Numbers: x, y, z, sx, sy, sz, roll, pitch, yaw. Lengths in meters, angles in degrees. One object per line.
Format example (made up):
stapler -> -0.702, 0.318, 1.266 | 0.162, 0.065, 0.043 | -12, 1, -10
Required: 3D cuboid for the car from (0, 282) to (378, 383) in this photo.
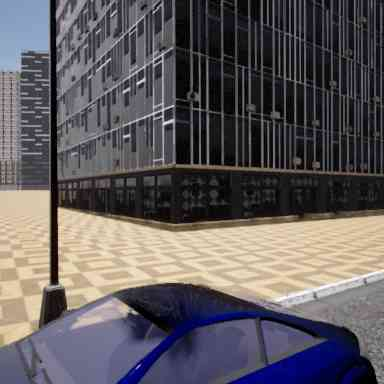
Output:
car -> -0.342, 1.564, 2.688 | 4.181, 1.385, 1.994 | 0, 0, -35
